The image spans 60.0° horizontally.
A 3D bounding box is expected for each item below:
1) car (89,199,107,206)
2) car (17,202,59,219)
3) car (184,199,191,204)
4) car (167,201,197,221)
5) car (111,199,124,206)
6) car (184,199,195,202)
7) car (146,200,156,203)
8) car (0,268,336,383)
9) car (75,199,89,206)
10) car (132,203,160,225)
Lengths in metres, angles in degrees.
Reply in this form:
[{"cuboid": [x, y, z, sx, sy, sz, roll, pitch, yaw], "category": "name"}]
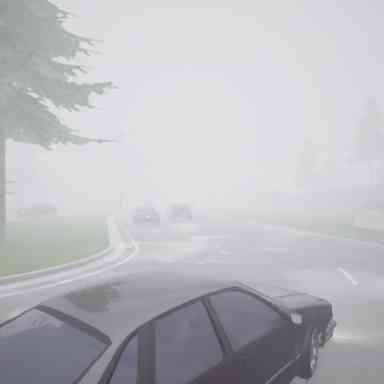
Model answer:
[{"cuboid": [-18.851, 2.213, 68.201, 2.033, 1.411, 5.357, 0, -1, -2], "category": "car"}, {"cuboid": [-15.283, 1.784, 33.260, 2.128, 1.511, 4.902, 0, -1, 10], "category": "car"}, {"cuboid": [-1.321, 2.641, 94.197, 2.033, 1.411, 5.357, 0, -1, -2], "category": "car"}, {"cuboid": [-1.194, 1.869, 31.554, 1.837, 1.490, 4.892, 0, -1, -12], "category": "car"}, {"cuboid": [-15.369, 2.226, 68.750, 1.812, 1.442, 4.674, 0, -1, -2], "category": "car"}, {"cuboid": [-0.079, 2.302, 64.101, 2.033, 1.411, 5.357, 0, -1, -2], "category": "car"}, {"cuboid": [-6.698, 2.099, 54.179, 1.837, 1.490, 4.892, 0, -1, -3], "category": "car"}, {"cuboid": [-0.230, 1.587, 3.480, 2.033, 1.411, 5.357, 0, -1, 41], "category": "car"}, {"cuboid": [-22.348, 2.149, 68.070, 1.837, 1.490, 4.892, 0, -1, -2], "category": "car"}, {"cuboid": [-3.835, 1.860, 27.238, 1.994, 1.385, 4.181, 1, -1, -14], "category": "car"}]
